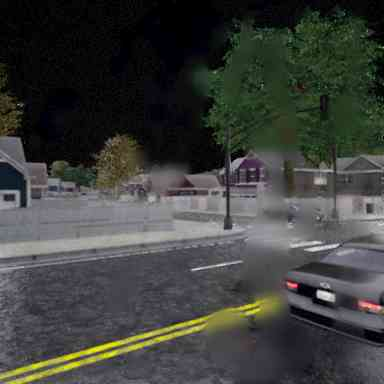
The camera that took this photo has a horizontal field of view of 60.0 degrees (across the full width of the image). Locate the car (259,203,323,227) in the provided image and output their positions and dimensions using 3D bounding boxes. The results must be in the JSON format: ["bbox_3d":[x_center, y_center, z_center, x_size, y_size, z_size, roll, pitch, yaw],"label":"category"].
[{"bbox_3d":[6.868,1.558,23.673,2.128,1.511,4.902,0,0,-33],"label":"car"}]

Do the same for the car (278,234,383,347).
[{"bbox_3d":[3.925,1.535,6.303,5.357,1.411,2.033,0,0,-37],"label":"car"}]
